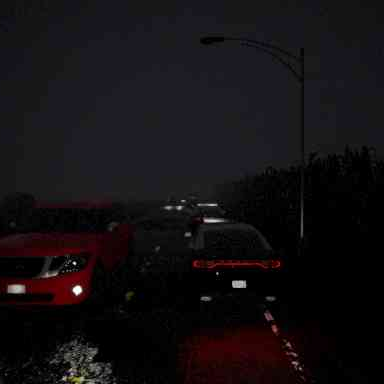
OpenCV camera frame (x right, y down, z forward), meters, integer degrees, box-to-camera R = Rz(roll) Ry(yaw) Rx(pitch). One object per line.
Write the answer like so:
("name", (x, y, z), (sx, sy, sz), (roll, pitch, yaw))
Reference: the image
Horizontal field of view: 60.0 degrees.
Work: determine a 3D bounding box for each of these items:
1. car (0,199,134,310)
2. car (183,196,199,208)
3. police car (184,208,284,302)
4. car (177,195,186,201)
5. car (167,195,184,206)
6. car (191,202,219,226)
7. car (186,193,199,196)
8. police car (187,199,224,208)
("car", (-2.839, 1.219, 8.153), (2.150, 2.045, 5.566), (0, 0, 0))
("car", (0.116, 1.549, 46.088), (1.895, 1.301, 4.718), (0, 0, 1))
("police car", (0.837, 1.423, 8.455), (1.930, 1.638, 5.238), (0, 0, 0))
("car", (-2.620, 1.387, 83.410), (1.994, 1.385, 4.181), (0, 0, 0))
("car", (-2.763, 1.287, 51.726), (2.097, 1.767, 4.553), (0, 0, 0))
("car", (0.862, 1.509, 24.344), (1.812, 1.442, 4.674), (0, 0, 0))
("car", (0.093, 1.134, 60.053), (2.150, 2.045, 5.566), (0, 0, 0))
("police car", (0.853, 1.415, 18.454), (1.930, 1.638, 5.238), (0, 0, 0))
